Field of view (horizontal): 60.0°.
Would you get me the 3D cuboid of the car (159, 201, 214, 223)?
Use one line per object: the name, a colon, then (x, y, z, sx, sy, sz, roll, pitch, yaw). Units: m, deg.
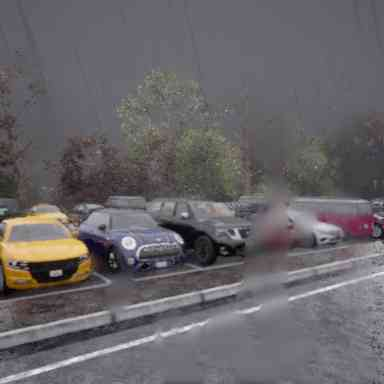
car: (-0.583, 1.578, 27.897, 2.097, 1.535, 5.008, 1, 0, -35)

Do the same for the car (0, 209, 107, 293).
car: (-4.355, 1.468, 9.163, 2.097, 1.535, 5.008, 0, 0, -35)

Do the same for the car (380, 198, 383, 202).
car: (21.978, 1.715, 43.944, 2.435, 2.045, 5.566, 2, -1, -35)

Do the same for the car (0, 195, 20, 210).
car: (-11.776, 1.216, 19.963, 2.435, 2.045, 5.566, 0, 0, -35)

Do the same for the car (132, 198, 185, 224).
car: (-2.721, 1.430, 26.341, 2.185, 1.767, 4.553, 1, 0, -35)

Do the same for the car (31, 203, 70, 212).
car: (-9.399, 1.482, 21.395, 1.946, 1.575, 5.366, 0, 0, -35)

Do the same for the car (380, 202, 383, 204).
car: (13.748, 1.680, 22.018, 2.163, 1.488, 4.792, 1, 0, -36)

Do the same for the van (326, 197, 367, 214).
van: (19.637, 1.672, 42.454, 1.878, 1.987, 4.442, 2, -1, -35)

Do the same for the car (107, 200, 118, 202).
car: (-7.249, 1.509, 23.146, 2.231, 1.521, 4.892, 1, 0, -35)

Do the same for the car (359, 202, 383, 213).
car: (26.570, 2.146, 47.248, 2.002, 1.452, 4.674, 2, -1, -35)

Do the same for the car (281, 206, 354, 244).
car: (4.687, 1.594, 15.601, 2.002, 1.452, 4.674, 1, 0, -35)

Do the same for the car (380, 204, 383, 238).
car: (9.207, 1.602, 18.825, 2.097, 1.535, 5.008, 1, 0, -35)

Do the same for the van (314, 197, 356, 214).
van: (17.484, 1.607, 40.920, 1.878, 1.987, 4.442, 2, -1, -35)

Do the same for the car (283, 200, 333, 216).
car: (13.049, 1.723, 37.623, 2.097, 1.535, 5.008, 1, 0, -35)

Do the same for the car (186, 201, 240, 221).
car: (1.775, 1.603, 29.578, 2.097, 1.535, 5.008, 1, 0, -35)

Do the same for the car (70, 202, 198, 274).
car: (-2.108, 1.360, 10.795, 2.185, 1.767, 4.553, 1, 0, -35)

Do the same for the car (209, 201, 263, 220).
car: (4.032, 1.628, 31.184, 2.231, 1.521, 4.892, 1, 0, -35)

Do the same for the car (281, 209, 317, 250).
car: (2.411, 1.560, 14.012, 2.163, 1.488, 4.792, 1, 0, -35)

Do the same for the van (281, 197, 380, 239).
van: (6.883, 1.353, 17.306, 1.878, 1.987, 4.442, 1, 0, -35)

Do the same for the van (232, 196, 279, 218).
van: (6.218, 1.425, 32.893, 1.878, 1.987, 4.442, 1, 0, -35)

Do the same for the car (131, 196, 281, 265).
car: (0.185, 1.255, 12.355, 2.435, 2.045, 5.566, 1, 0, -35)

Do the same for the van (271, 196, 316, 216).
van: (10.865, 1.473, 35.917, 1.878, 1.987, 4.442, 1, 0, -35)

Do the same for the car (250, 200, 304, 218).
car: (8.649, 1.672, 34.254, 1.946, 1.575, 5.366, 1, 0, -36)

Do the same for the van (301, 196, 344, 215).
van: (15.256, 1.535, 39.046, 1.878, 1.987, 4.442, 1, -1, -35)

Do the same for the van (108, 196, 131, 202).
van: (-5.062, 1.306, 24.855, 1.878, 1.987, 4.442, 1, 0, -35)
